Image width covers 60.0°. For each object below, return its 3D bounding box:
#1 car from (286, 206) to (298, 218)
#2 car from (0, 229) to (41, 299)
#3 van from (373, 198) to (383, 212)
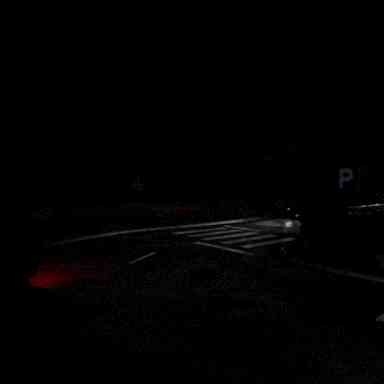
[{"bbox_3d":[9.148,1.339,25.287,4.718,1.301,1.895,-1,2,-42],"label":"car"},{"bbox_3d":[-4.570,1.285,5.310,2.128,1.511,4.902,2,0,12],"label":"car"},{"bbox_3d":[10.598,1.318,15.447,1.878,1.987,4.442,-1,2,-42],"label":"van"}]
